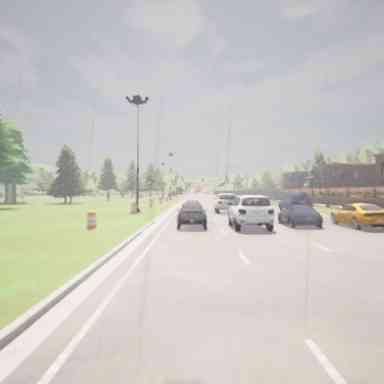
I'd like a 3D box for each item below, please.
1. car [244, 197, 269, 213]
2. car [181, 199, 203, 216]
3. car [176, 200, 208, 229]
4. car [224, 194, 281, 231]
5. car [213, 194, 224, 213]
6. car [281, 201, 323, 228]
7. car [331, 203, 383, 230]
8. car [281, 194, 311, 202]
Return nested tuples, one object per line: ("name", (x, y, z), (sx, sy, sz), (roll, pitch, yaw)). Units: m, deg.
("car", (7.061, 1.438, 36.985), (1.882, 1.535, 5.008), (0, 0, 0))
("car", (0.030, 1.512, 33.642), (2.033, 1.411, 5.357), (0, 0, 1))
("car", (0.011, 1.468, 21.317), (2.128, 1.511, 4.902), (0, 0, 0))
("car", (3.503, 1.201, 20.475), (2.150, 2.045, 5.566), (0, 0, 0))
("car", (3.553, 1.185, 35.753), (2.150, 2.045, 5.566), (0, 0, 0))
("car", (7.018, 1.540, 21.950), (1.994, 1.385, 4.181), (0, 0, 0))
("car", (10.508, 1.455, 20.989), (1.882, 1.535, 5.008), (0, 0, 0))
("car", (10.537, 1.186, 34.262), (2.150, 2.045, 5.566), (0, 0, 1))
